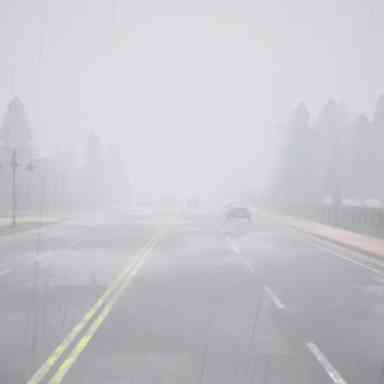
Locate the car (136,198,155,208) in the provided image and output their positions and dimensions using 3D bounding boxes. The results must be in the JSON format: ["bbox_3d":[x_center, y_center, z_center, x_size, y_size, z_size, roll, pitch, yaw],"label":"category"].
[{"bbox_3d":[-7.065,1.582,49.463,1.994,1.385,4.181,0,0,0],"label":"car"}]

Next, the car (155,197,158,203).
[{"bbox_3d":[-6.994,1.643,68.699,2.033,1.411,5.357,0,0,0],"label":"car"}]

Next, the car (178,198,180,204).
[{"bbox_3d":[-3.496,1.676,67.186,1.895,1.301,4.718,0,0,0],"label":"car"}]

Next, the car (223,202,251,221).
[{"bbox_3d":[3.601,1.535,27.041,1.812,1.442,4.674,0,0,0],"label":"car"}]

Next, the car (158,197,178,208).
[{"bbox_3d":[-3.564,1.524,49.586,1.837,1.490,4.892,0,-1,0],"label":"car"}]

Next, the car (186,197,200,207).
[{"bbox_3d":[0.102,1.495,50.101,1.882,1.535,5.008,0,0,0],"label":"car"}]
